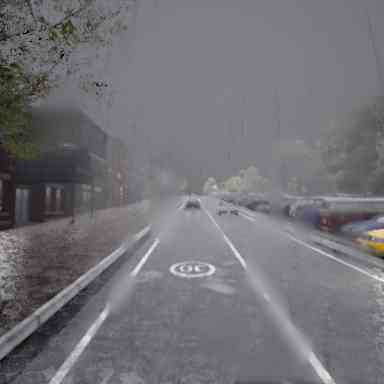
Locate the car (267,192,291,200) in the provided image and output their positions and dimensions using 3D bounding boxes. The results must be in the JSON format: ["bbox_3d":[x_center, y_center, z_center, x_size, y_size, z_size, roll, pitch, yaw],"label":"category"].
[{"bbox_3d":[22.152,1.010,85.138,5.566,2.045,2.435,0,0,0],"label":"car"}]

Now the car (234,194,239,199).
[{"bbox_3d":[9.048,1.453,48.349,4.892,1.521,2.231,0,0,0],"label":"car"}]

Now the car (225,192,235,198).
[{"bbox_3d":[9.037,1.150,56.757,5.566,2.045,2.435,0,0,0],"label":"car"}]

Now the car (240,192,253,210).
[{"bbox_3d":[9.016,1.252,39.937,5.566,2.045,2.435,0,0,0],"label":"car"}]

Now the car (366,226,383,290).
[{"bbox_3d":[4.230,1.472,3.590,1.801,1.575,5.366,0,0,0],"label":"car"}]

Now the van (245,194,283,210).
[{"bbox_3d":[9.164,1.261,42.741,4.442,1.987,1.878,0,0,0],"label":"van"}]

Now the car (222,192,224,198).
[{"bbox_3d":[9.110,1.209,67.971,4.553,1.767,2.185,0,0,0],"label":"car"}]

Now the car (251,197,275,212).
[{"bbox_3d":[9.043,1.531,34.330,4.892,1.521,2.231,0,0,0],"label":"car"}]

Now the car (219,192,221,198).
[{"bbox_3d":[9.081,1.300,73.578,5.008,1.535,2.097,0,0,0],"label":"car"}]

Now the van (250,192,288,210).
[{"bbox_3d":[9.157,1.294,37.136,4.442,1.987,1.878,0,0,0],"label":"van"}]

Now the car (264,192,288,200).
[{"bbox_3d":[22.155,0.994,87.800,5.566,2.045,2.435,0,0,0],"label":"car"}]

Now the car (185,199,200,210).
[{"bbox_3d":[0.106,1.572,42.592,1.895,1.301,4.718,0,0,0],"label":"car"}]

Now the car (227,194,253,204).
[{"bbox_3d":[9.041,1.242,62.364,4.553,1.767,2.185,0,0,0],"label":"car"}]

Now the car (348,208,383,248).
[{"bbox_3d":[8.823,1.524,11.897,5.366,1.575,1.946,0,0,0],"label":"car"}]

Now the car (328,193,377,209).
[{"bbox_3d":[22.160,1.246,46.036,5.566,2.045,2.435,0,0,0],"label":"car"}]

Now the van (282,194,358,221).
[{"bbox_3d":[8.906,1.320,23.114,4.442,1.987,1.878,0,0,0],"label":"van"}]

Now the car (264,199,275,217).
[{"bbox_3d":[9.058,1.576,28.718,4.792,1.488,2.163,0,0,0],"label":"car"}]

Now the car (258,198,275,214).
[{"bbox_3d":[9.030,1.580,31.527,4.674,1.452,2.002,0,0,0],"label":"car"}]

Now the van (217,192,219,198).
[{"bbox_3d":[8.980,1.024,81.986,4.442,1.987,1.878,0,0,0],"label":"van"}]

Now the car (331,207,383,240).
[{"bbox_3d":[9.014,1.572,14.700,4.674,1.452,2.002,0,0,0],"label":"car"}]

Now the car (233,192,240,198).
[{"bbox_3d":[9.089,1.310,51.151,4.553,1.767,2.185,0,0,0],"label":"car"}]

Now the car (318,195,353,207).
[{"bbox_3d":[22.169,1.338,51.589,4.553,1.767,2.185,0,0,0],"label":"car"}]

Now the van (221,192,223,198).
[{"bbox_3d":[8.966,1.091,70.773,4.442,1.987,1.878,0,0,0],"label":"van"}]

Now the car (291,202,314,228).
[{"bbox_3d":[9.013,1.542,20.307,5.008,1.535,2.097,0,0,0],"label":"car"}]

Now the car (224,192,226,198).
[{"bbox_3d":[9.040,1.133,59.560,5.566,2.045,2.435,0,0,0],"label":"car"}]

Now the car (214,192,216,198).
[{"bbox_3d":[9.289,1.213,87.594,5.366,1.575,1.946,0,0,0],"label":"car"}]

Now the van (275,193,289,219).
[{"bbox_3d":[9.143,1.321,25.915,4.442,1.987,1.878,0,0,0],"label":"van"}]

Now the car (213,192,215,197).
[{"bbox_3d":[9.102,1.200,90.394,5.008,1.535,2.097,0,0,0],"label":"car"}]

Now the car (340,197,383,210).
[{"bbox_3d":[22.313,1.512,43.261,5.366,1.575,1.946,0,0,0],"label":"car"}]

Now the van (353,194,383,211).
[{"bbox_3d":[22.241,1.305,40.485,4.442,1.987,1.878,0,0,0],"label":"van"}]

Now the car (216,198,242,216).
[{"bbox_3d":[3.411,1.608,33.113,1.895,1.301,4.718,0,0,0],"label":"car"}]

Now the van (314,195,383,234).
[{"bbox_3d":[9.133,1.312,17.503,4.442,1.987,1.878,0,0,0],"label":"van"}]

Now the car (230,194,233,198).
[{"bbox_3d":[9.058,1.459,53.955,4.674,1.452,2.002,0,0,0],"label":"car"}]
